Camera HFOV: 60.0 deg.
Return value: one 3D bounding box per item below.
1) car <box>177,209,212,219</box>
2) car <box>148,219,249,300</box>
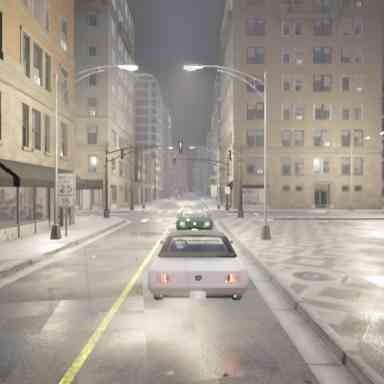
[{"bbox_3d":[0.134,1.595,18.551,1.895,1.301,4.718,0,0,0],"label":"car"},{"bbox_3d":[0.116,1.599,8.316,1.895,1.301,4.718,0,0,0],"label":"car"}]
